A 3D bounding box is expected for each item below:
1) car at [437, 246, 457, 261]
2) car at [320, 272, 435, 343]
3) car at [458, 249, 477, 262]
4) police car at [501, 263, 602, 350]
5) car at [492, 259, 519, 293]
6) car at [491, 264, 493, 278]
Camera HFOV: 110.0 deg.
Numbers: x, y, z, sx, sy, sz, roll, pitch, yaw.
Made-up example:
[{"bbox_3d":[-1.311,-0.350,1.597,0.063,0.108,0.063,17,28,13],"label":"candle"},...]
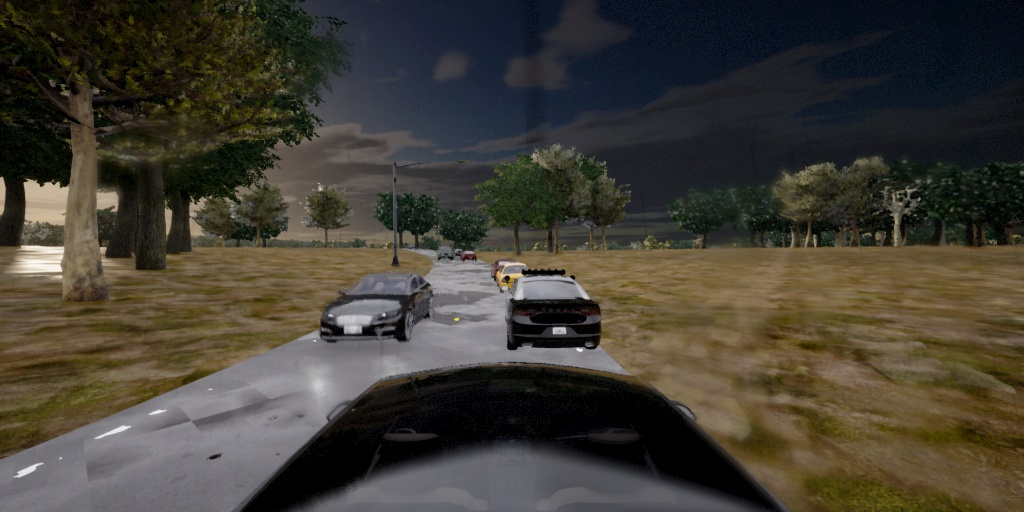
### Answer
[{"bbox_3d":[-9.784,-0.368,52.383,2.150,2.045,5.566,0,2,-15],"label":"car"},{"bbox_3d":[-3.331,1.206,9.720,2.128,1.511,4.902,0,1,-2],"label":"car"},{"bbox_3d":[-6.216,-0.035,51.198,1.882,1.535,5.008,0,2,-14],"label":"car"},{"bbox_3d":[0.777,1.143,9.146,1.930,1.638,5.238,0,0,-2],"label":"police car"},{"bbox_3d":[0.120,1.017,19.309,1.801,1.575,5.366,-2,2,-5],"label":"car"},{"bbox_3d":[-0.464,0.930,25.167,1.812,1.442,4.674,-1,1,-7],"label":"car"}]
